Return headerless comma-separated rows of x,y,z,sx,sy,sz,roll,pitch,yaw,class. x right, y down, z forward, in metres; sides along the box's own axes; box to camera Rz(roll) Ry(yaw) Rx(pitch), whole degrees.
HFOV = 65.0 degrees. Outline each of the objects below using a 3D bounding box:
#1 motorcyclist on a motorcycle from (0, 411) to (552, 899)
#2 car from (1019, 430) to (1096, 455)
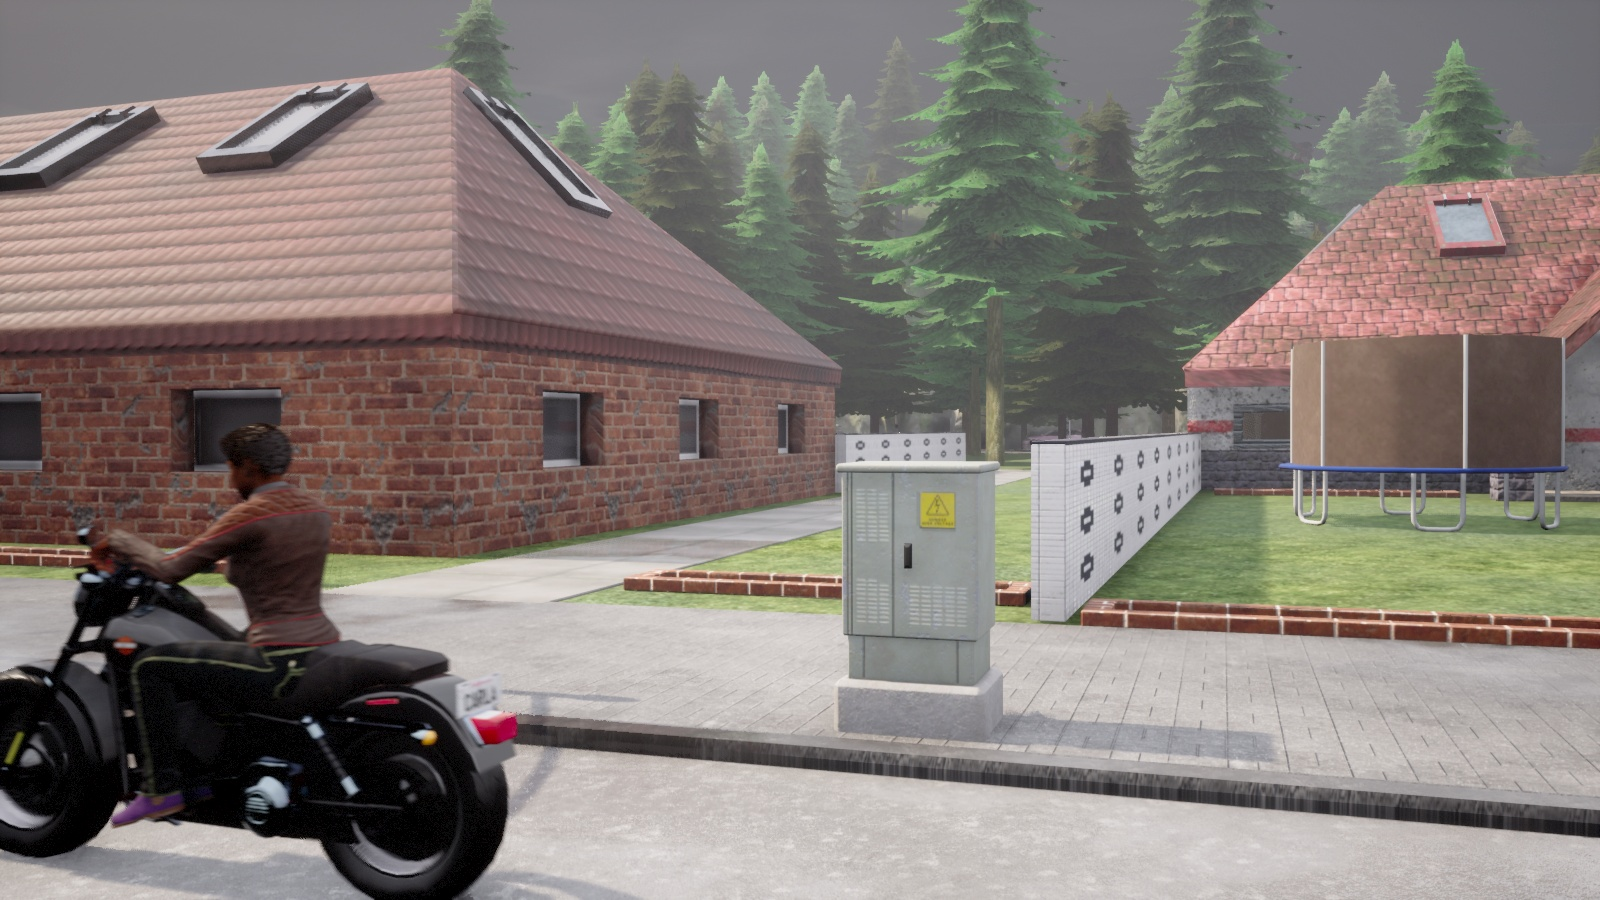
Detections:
-2.112,0.698,4.429,2.350,1.649,0.766,0,1,19,motorcyclist on a motorcycle
17.319,-0.533,84.585,4.856,1.649,2.033,1,1,19,car
